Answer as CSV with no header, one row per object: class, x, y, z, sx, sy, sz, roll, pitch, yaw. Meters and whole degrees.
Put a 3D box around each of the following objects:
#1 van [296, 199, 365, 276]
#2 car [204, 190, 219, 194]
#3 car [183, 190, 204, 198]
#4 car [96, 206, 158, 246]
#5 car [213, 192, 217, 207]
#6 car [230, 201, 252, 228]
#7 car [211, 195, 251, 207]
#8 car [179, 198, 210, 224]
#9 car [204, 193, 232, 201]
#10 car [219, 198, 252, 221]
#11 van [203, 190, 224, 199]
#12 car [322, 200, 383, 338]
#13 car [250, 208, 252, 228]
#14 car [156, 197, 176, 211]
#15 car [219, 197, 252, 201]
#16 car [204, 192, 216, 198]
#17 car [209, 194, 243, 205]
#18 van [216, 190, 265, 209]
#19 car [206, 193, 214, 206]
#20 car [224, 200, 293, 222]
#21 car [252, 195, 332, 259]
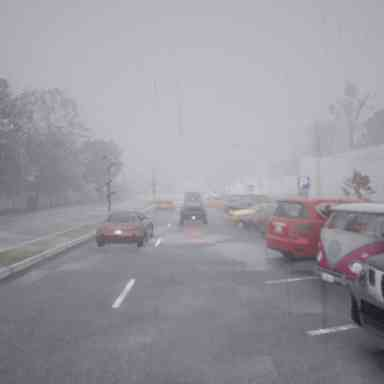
van,4.965,1.258,7.802,4.442,1.987,1.878,1,0,-20
car,5.083,0.974,58.565,4.892,1.521,2.231,1,1,-20
car,0.104,0.927,42.265,2.150,2.045,5.566,0,1,0
car,-2.899,1.545,15.105,1.994,1.385,4.181,0,0,0
car,5.044,1.182,34.700,4.553,1.767,2.185,0,1,-20
car,5.044,1.480,19.774,4.792,1.488,2.163,1,1,-20
car,5.098,1.205,43.673,4.792,1.488,2.163,0,1,-20
car,0.101,1.433,24.393,1.837,1.490,4.892,0,0,0
car,5.079,0.908,64.530,5.008,1.535,2.097,1,1,-20
car,4.899,1.426,22.701,5.366,1.575,1.946,1,1,-20
van,4.968,0.575,76.417,4.442,1.987,1.878,1,1,-20
car,5.049,1.235,4.849,5.566,2.045,2.435,1,0,-20
car,5.067,1.514,13.817,4.674,1.452,2.002,1,0,-20
car,-2.899,1.259,37.038,1.882,1.535,5.008,0,1,0
car,5.066,1.419,28.742,4.674,1.452,2.002,1,0,-20
car,4.899,1.124,46.576,5.366,1.575,1.946,0,1,-20
car,5.068,1.127,49.625,4.674,1.452,2.002,1,1,-20
van,4.967,1.121,31.672,4.442,1.987,1.878,0,1,-20
car,4.898,1.217,40.611,5.366,1.575,1.946,0,1,-20
car,5.098,1.440,25.770,4.792,1.488,2.163,1,0,-20
car,5.100,1.231,10.845,5.566,2.045,2.435,1,0,-20
